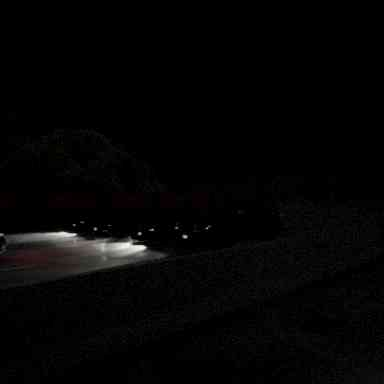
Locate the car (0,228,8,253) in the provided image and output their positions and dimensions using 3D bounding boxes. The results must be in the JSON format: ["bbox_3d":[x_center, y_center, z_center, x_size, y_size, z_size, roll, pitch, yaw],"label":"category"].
[{"bbox_3d":[-8.655,1.694,10.561,4.902,1.511,2.128,0,-1,-33],"label":"car"}]

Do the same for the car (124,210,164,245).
[{"bbox_3d":[-0.948,1.740,16.740,4.181,1.385,1.994,0,-1,-43],"label":"car"}]

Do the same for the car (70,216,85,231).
[{"bbox_3d":[-5.763,1.842,21.817,4.181,1.385,1.994,0,-1,-42],"label":"car"}]

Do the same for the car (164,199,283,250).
[{"bbox_3d":[1.750,1.332,14.447,5.566,2.045,2.150,0,-1,-43],"label":"car"}]

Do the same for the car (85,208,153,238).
[{"bbox_3d":[-3.350,1.736,19.281,4.892,1.490,1.837,0,-1,-42],"label":"car"}]
